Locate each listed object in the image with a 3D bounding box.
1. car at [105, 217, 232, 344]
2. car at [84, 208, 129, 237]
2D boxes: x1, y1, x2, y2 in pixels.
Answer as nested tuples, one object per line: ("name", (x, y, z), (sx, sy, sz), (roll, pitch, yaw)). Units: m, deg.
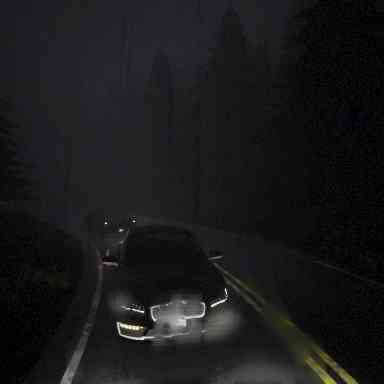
("car", (-0.644, 1.495, 6.803), (1.837, 1.490, 4.892), (-1, 0, -11))
("car", (-4.630, 1.611, 18.541), (1.895, 1.301, 4.718), (-3, 1, -29))
